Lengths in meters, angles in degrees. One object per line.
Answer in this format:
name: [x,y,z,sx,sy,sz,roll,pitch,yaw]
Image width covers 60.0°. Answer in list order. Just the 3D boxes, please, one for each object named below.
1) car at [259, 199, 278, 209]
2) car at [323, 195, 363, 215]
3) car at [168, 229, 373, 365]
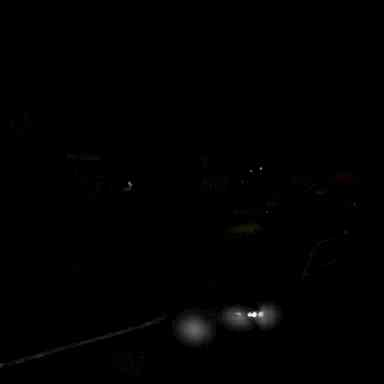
car: [11.463,1.797,50.100,1.812,1.442,4.674,0,-1,-6]
car: [16.266,1.336,36.132,2.150,2.045,5.566,-1,0,-2]
car: [1.729,1.495,6.032,2.128,1.511,4.902,0,0,44]
